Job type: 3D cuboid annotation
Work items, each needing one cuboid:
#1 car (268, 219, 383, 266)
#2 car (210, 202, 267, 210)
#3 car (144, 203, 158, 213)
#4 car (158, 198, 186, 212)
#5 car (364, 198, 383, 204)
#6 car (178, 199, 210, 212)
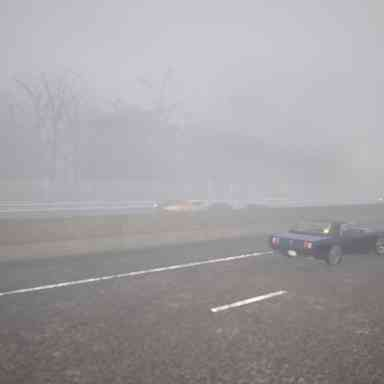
[{"bbox_3d":[4.905,1.599,11.540,4.718,1.301,1.895,0,0,-35],"label":"car"},{"bbox_3d":[3.852,1.525,23.928,4.674,1.442,1.812,0,0,-35],"label":"car"},{"bbox_3d":[-2.352,1.352,32.398,4.553,1.767,2.097,0,0,-35],"label":"car"},{"bbox_3d":[-0.132,1.478,29.683,5.008,1.535,1.882,0,0,-35],"label":"car"},{"bbox_3d":[31.094,1.622,56.133,4.718,1.301,1.895,0,0,-35],"label":"car"},{"bbox_3d":[1.559,1.525,26.591,4.674,1.442,1.812,0,0,-35],"label":"car"}]
